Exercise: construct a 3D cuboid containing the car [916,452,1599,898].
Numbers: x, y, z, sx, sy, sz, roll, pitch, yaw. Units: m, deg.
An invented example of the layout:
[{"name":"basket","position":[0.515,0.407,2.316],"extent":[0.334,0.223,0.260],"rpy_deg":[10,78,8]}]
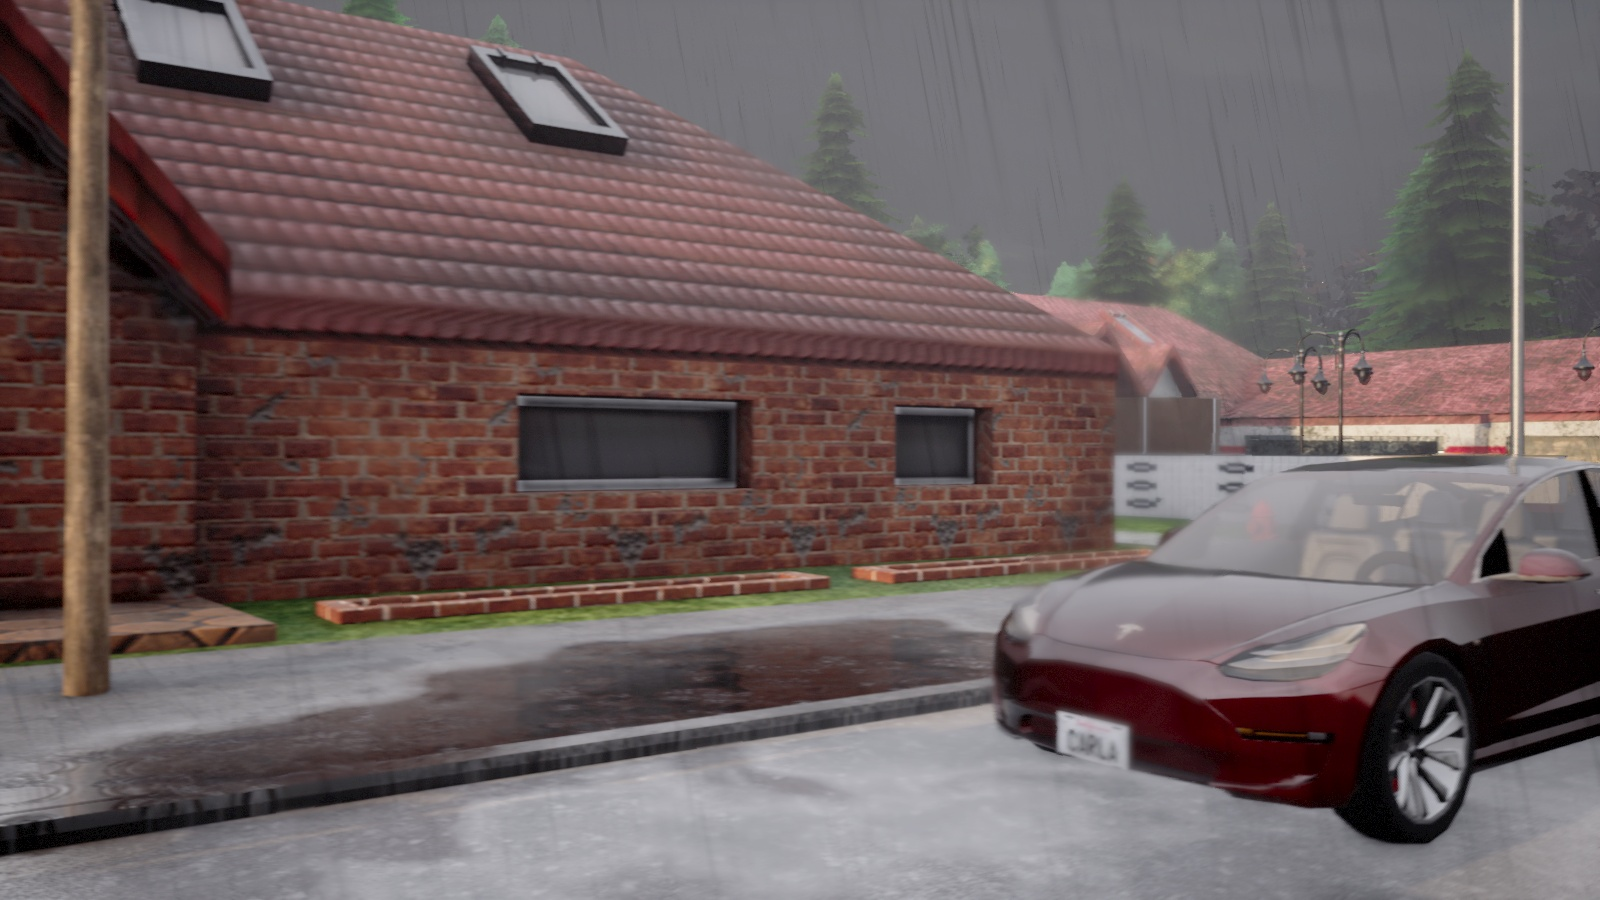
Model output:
[{"name":"car","position":[3.135,0.754,6.454],"extent":[4.792,1.488,2.163],"rpy_deg":[0,0,-35]}]
